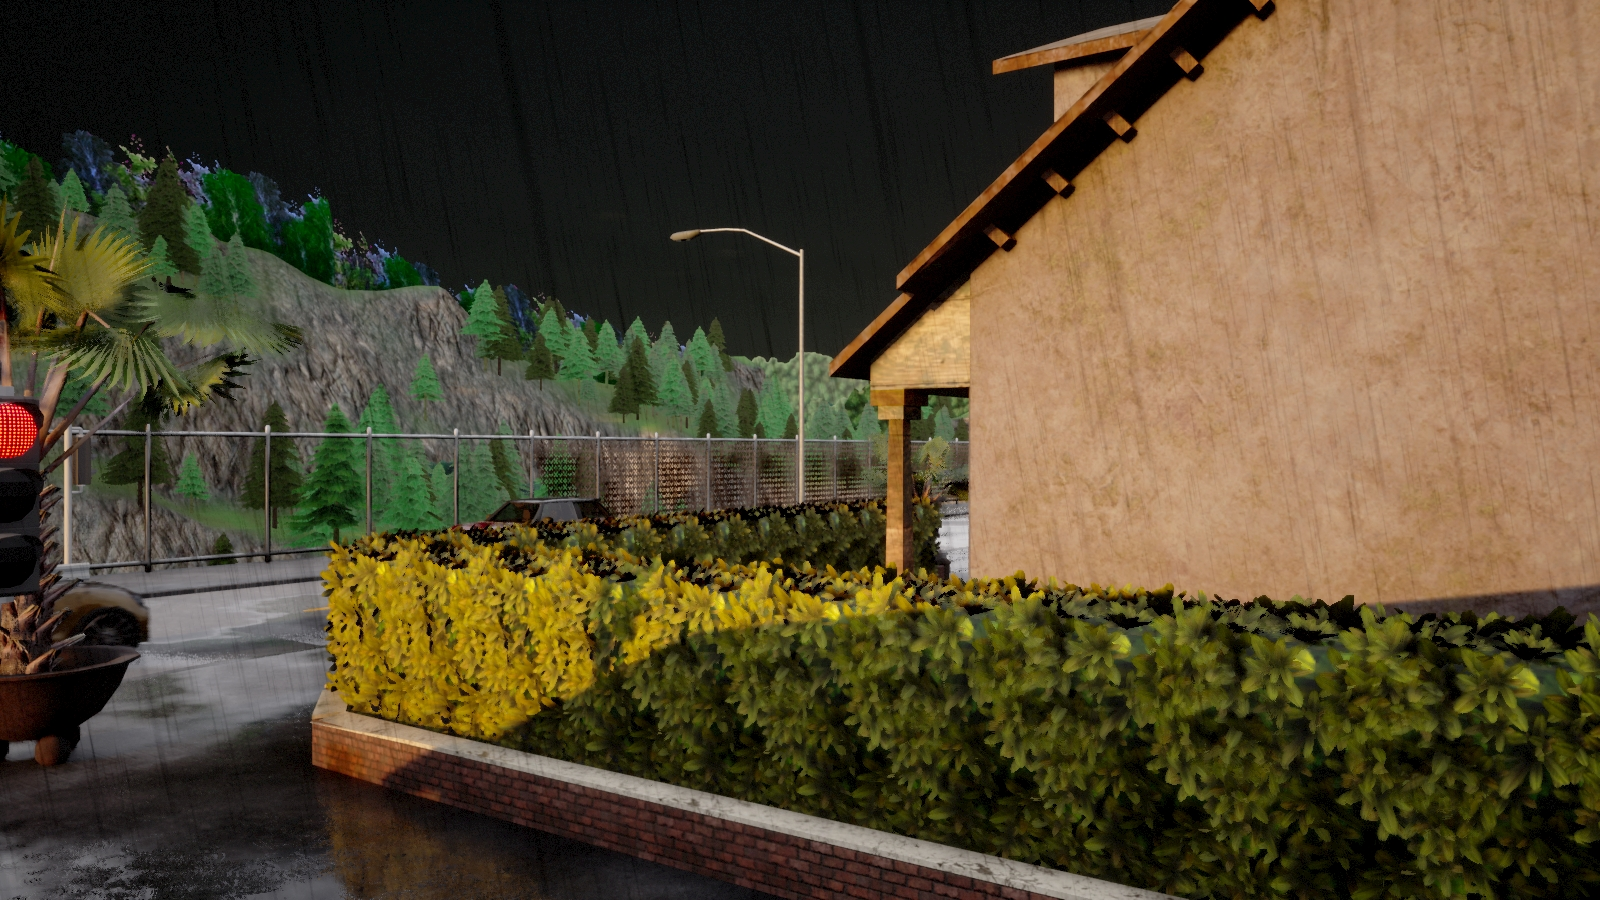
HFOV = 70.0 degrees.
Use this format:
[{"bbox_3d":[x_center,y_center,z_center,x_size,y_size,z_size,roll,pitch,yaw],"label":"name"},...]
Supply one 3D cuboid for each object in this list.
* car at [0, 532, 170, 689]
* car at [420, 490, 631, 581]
[{"bbox_3d":[-10.636,1.992,13.627,2.152,1.651,5.027,0,0,35],"label":"car"},{"bbox_3d":[-6.312,1.906,26.765,2.097,1.767,4.553,0,0,35],"label":"car"}]
